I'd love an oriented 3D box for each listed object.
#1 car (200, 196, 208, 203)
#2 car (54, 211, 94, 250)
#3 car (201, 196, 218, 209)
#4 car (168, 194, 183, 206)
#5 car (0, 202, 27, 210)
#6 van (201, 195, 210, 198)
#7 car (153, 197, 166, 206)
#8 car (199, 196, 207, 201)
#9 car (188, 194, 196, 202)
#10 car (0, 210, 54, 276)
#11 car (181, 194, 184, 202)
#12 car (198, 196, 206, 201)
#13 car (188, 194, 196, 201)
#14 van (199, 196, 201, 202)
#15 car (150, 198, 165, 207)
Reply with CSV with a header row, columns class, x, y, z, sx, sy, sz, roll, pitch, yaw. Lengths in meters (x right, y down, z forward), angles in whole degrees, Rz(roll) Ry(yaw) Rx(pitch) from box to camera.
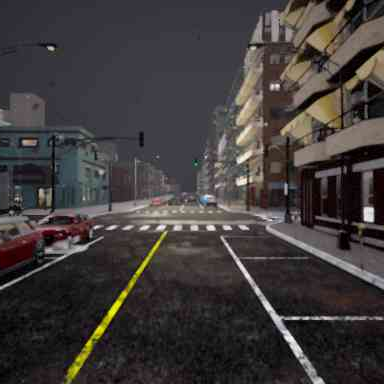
class,x,y,z,sx,sy,sz,roll,pitch,yaw
car,2.710,1.661,75.167,1.752,1.417,4.829,1,0,0
car,-5.645,1.582,14.575,1.887,1.381,4.507,1,0,0
car,2.707,1.649,47.095,2.008,1.369,4.403,1,0,0
car,-3.042,1.619,58.216,1.837,1.490,4.892,0,0,0
car,-19.714,1.780,34.890,4.403,1.369,2.008,0,-1,1
van,2.710,1.448,52.674,1.690,1.788,3.998,1,0,0
car,-5.673,1.660,58.220,1.887,1.381,4.507,1,0,0
car,2.711,1.711,86.159,1.947,1.339,4.313,1,0,0
car,0.008,1.681,76.961,1.994,1.385,4.181,0,0,0
car,-5.644,1.463,8.930,1.967,1.590,4.097,1,0,0
car,-2.993,1.359,73.665,2.150,2.045,5.566,0,0,0
car,2.711,1.714,91.740,1.947,1.339,4.313,1,0,0
car,0.007,1.333,86.974,2.097,1.767,4.553,0,0,0
van,2.711,1.464,63.837,1.690,1.788,3.998,1,0,0
car,-5.674,1.689,52.639,1.802,1.307,4.206,1,0,0
